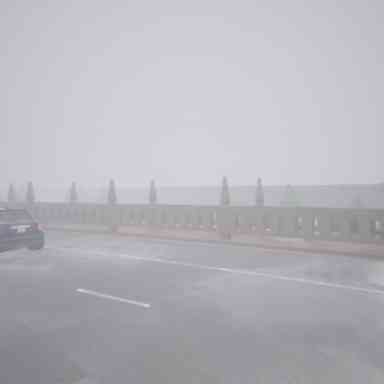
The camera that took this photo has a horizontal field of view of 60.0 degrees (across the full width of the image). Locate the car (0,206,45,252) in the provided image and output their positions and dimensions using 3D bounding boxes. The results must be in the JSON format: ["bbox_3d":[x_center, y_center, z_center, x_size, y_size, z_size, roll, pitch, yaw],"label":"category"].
[{"bbox_3d":[-7.712,1.337,12.425,4.553,1.767,2.097,0,0,29],"label":"car"}]
